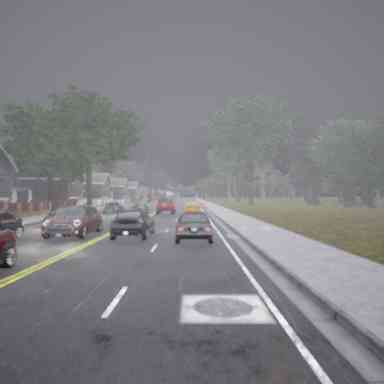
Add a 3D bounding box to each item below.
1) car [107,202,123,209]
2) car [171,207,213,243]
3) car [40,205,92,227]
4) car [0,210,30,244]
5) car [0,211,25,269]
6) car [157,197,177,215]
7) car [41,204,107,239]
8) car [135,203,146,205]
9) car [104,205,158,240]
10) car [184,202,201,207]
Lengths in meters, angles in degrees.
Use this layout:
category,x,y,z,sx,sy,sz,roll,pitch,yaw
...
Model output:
category,x,y,z,sx,sy,sz,roll,pitch,yaw
car,-9.764,2.028,41.811,1.812,1.442,4.674,0,-1,0
car,0.094,1.748,17.341,2.033,1.411,5.357,0,-1,0
car,-9.816,1.853,26.434,2.033,1.411,5.357,0,-1,0
car,-9.808,1.688,15.796,1.837,1.490,4.892,0,-1,1
car,-6.590,1.453,8.666,2.097,1.767,4.553,0,-1,0
car,-3.174,1.699,41.480,2.150,2.045,5.566,0,-1,0
car,-6.544,1.567,18.603,2.097,1.767,4.553,0,-1,1
car,-6.514,2.067,41.812,1.994,1.385,4.181,0,-1,0
car,-3.156,1.716,18.218,1.837,1.490,4.892,0,-1,0
car,0.088,1.946,40.731,1.882,1.535,5.008,0,-1,0
